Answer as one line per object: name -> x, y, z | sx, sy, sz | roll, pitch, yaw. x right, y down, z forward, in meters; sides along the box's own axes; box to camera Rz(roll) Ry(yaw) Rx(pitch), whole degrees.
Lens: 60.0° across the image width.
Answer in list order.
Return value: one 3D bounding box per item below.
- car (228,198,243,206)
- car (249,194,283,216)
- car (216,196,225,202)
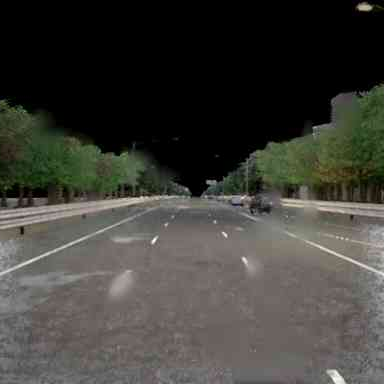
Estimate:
car -> 6.993, 1.594, 53.487 | 1.994, 1.385, 4.181 | 0, 0, 0
car -> 7.143, 1.239, 32.633 | 2.150, 2.045, 5.566 | 0, 0, -2
car -> 7.076, 1.707, 82.856 | 2.033, 1.411, 5.357 | 0, -1, 0
